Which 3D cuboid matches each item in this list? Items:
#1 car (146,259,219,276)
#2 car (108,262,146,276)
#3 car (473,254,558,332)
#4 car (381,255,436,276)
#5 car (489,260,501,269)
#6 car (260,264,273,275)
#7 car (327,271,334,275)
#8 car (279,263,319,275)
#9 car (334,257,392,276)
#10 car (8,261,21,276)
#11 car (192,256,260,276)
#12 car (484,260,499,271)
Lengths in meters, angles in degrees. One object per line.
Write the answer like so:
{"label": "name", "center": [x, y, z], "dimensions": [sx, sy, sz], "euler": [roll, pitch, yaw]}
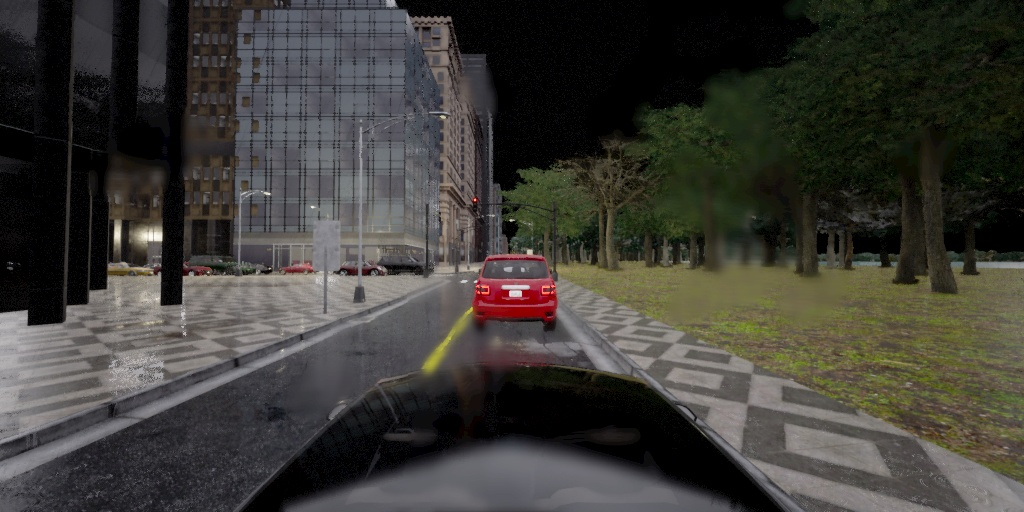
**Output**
{"label": "car", "center": [-29.927, 1.244, 32.673], "dimensions": [4.507, 1.381, 1.888], "euler": [0, 0, 0]}
{"label": "car", "center": [-35.245, 1.227, 32.674], "dimensions": [4.829, 1.417, 1.751], "euler": [0, 0, 0]}
{"label": "car", "center": [0.104, 0.976, 11.071], "dimensions": [2.150, 2.045, 5.566], "euler": [0, 0, 0]}
{"label": "car", "center": [-10.243, 0.968, 34.879], "dimensions": [5.566, 2.045, 2.150], "euler": [0, -2, 7]}
{"label": "car", "center": [-2.972, 1.452, 63.153], "dimensions": [1.994, 1.385, 4.181], "euler": [0, 0, 1]}
{"label": "car", "center": [-29.922, 1.491, 41.196], "dimensions": [4.313, 1.339, 1.948], "euler": [0, 0, 0]}
{"label": "car", "center": [-18.949, 1.484, 41.195], "dimensions": [4.313, 1.339, 1.948], "euler": [0, 0, 0]}
{"label": "car", "center": [-24.435, 1.504, 41.195], "dimensions": [4.207, 1.307, 1.802], "euler": [0, 0, 0]}
{"label": "car", "center": [-13.497, 1.129, 32.672], "dimensions": [4.097, 1.591, 1.967], "euler": [0, 0, -1]}
{"label": "car", "center": [-46.391, 1.148, 32.674], "dimensions": [4.097, 1.591, 1.967], "euler": [0, 0, 0]}
{"label": "car", "center": [-28.705, 0.990, 35.363], "dimensions": [5.566, 2.045, 2.150], "euler": [0, -2, 0]}
{"label": "car", "center": [-3.037, 1.394, 53.109], "dimensions": [2.033, 1.411, 5.357], "euler": [0, 0, -3]}
